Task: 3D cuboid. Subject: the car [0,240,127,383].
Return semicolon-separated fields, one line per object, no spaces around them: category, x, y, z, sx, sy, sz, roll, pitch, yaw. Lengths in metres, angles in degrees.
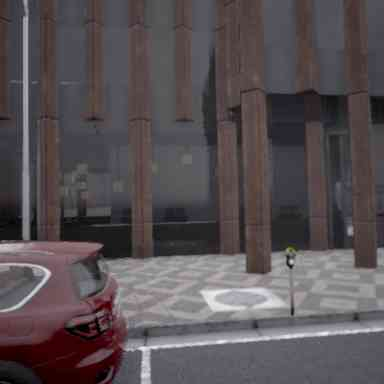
car;-3.275;1.573;3.814;5.009;1.841;2.192;-1;-3;-8
